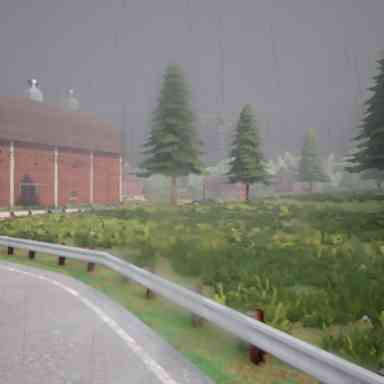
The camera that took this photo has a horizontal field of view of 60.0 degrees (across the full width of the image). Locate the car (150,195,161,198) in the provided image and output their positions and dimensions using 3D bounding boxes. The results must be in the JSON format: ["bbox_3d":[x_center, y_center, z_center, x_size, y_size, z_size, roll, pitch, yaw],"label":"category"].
[{"bbox_3d":[-10.046,1.536,89.068,1.816,1.474,4.193,0,0,36],"label":"car"}]
